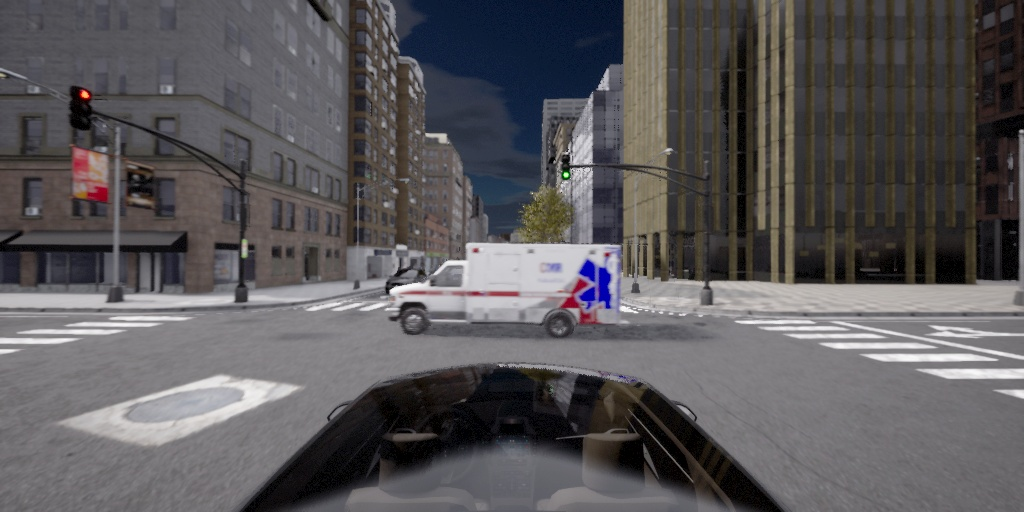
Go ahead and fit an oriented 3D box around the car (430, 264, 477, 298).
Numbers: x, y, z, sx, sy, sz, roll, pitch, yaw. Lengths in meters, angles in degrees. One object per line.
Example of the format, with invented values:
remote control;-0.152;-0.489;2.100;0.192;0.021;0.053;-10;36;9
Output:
car;-3.364;1.410;21.543;2.097;1.767;4.553;0;-1;0

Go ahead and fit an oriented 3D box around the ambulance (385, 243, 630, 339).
ambulance;-0.138;0.918;10.238;6.366;2.431;2.351;1;-1;0

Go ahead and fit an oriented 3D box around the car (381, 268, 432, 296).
car;-6.615;1.570;23.113;1.837;1.490;4.892;0;-1;0

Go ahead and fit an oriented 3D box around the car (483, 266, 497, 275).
car;-3.337;2.217;55.053;1.895;1.301;4.718;0;-1;0

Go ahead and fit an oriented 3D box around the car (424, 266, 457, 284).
car;-6.629;1.740;33.917;2.128;1.511;4.902;0;-1;0
